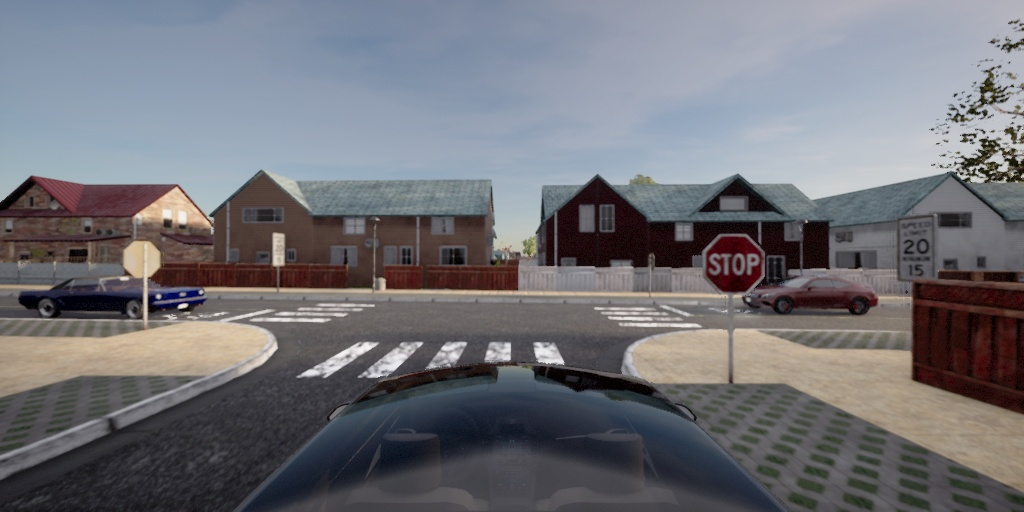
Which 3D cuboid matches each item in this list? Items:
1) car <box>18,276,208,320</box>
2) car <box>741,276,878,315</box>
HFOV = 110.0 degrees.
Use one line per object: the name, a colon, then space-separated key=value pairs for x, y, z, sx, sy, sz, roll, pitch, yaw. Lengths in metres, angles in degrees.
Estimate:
car: x=-13.063 y=1.322 z=11.964 sx=4.718 sy=1.301 sz=1.895 roll=1 pitch=0 yaw=3
car: x=11.816 y=1.510 z=14.364 sx=4.674 sy=1.442 sz=1.812 roll=1 pitch=0 yaw=1
